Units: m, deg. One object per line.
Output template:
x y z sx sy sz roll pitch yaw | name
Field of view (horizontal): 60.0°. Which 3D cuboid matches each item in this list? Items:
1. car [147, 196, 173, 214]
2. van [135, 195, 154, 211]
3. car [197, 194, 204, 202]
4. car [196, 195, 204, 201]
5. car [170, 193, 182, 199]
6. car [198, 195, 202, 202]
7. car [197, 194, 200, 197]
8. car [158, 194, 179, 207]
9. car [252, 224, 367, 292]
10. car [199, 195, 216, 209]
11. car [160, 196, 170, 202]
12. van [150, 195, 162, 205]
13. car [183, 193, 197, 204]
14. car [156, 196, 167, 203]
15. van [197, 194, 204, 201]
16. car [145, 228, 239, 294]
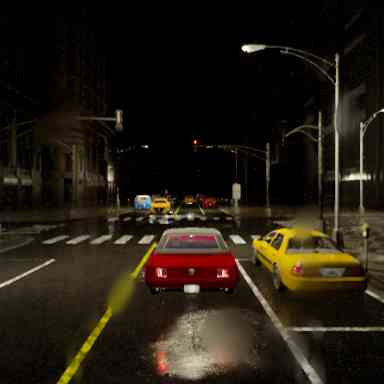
-3.356 1.480 35.484 1.882 1.535 5.008 0 0 -2 | car
-6.086 1.345 41.128 1.690 1.788 3.998 0 0 0 | van
2.341 1.559 57.750 1.887 1.381 4.507 0 0 0 | car
2.080 1.591 90.902 2.008 1.369 4.403 0 0 0 | car
-3.520 1.525 65.701 1.837 1.490 4.892 0 0 0 | car
2.385 1.555 52.225 1.887 1.381 4.507 0 0 0 | car
2.296 1.544 63.445 1.752 1.417 4.829 0 0 0 | car
-3.464 1.502 50.146 2.128 1.511 4.902 0 0 0 | car
2.708 1.524 8.778 1.752 1.417 4.829 0 0 0 | car
2.428 1.552 46.700 1.887 1.381 4.507 0 0 0 | car
-6.375 1.582 79.801 2.008 1.369 4.403 0 0 0 | car
-6.210 1.356 57.702 1.690 1.788 3.998 0 0 0 | van
-0.496 1.499 65.973 1.882 1.535 5.008 0 0 0 | car
-6.292 1.605 68.752 1.802 1.307 4.206 0 0 0 | car
2.123 1.377 85.376 1.690 1.788 3.998 0 0 0 | van
0.000 1.600 8.717 1.895 1.301 4.718 0 0 0 | car
